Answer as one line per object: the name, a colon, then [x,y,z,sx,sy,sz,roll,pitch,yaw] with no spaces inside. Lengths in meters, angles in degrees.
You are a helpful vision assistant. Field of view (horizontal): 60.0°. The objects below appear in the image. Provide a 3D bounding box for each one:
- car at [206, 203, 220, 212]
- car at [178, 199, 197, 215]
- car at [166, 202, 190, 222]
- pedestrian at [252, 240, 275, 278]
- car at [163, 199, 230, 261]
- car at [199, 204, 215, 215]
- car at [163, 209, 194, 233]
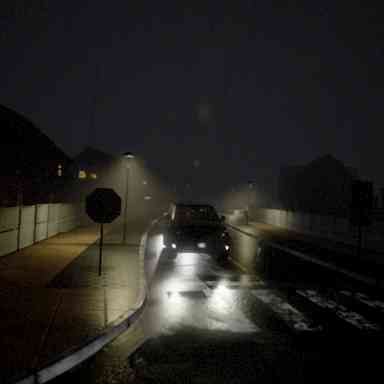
car: [3.823,2.767,60.508,2.033,1.411,5.357,3,-1,9]
car: [-0.634,2.158,49.248,2.150,2.045,5.566,3,-1,6]
car: [-1.328,1.951,33.761,2.097,1.767,4.553,3,-1,0]
pedestrian: [2.029,1.538,9.590,0.375,1.860,0.375,2,-1,-9]
car: [-0.009,1.459,13.742,2.150,2.045,5.566,3,-1,-7]
car: [2.367,2.569,50.043,2.033,1.411,5.357,3,-1,6]
car: [-1.019,2.016,23.713,1.895,1.301,4.718,3,-1,-3]
